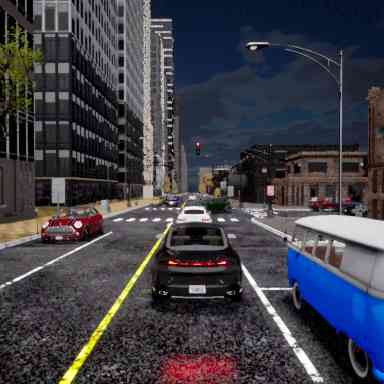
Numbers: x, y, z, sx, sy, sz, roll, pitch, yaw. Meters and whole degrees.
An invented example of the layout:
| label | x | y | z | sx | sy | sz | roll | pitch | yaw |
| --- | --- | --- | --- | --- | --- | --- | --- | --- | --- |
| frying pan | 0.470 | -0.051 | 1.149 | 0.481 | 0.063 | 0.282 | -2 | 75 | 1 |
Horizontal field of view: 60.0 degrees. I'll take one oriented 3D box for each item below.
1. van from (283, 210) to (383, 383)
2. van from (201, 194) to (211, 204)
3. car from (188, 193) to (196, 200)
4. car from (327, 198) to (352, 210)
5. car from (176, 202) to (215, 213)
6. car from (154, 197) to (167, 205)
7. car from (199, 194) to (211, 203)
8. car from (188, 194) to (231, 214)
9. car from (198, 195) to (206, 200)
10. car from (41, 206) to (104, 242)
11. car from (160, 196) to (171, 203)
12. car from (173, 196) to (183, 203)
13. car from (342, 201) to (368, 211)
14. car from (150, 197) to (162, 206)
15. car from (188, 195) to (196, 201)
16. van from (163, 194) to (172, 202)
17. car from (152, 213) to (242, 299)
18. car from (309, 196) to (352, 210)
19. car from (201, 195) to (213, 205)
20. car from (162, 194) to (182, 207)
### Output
| label | x | y | z | sx | sy | sz | roll | pitch | yaw |
| --- | --- | --- | --- | --- | --- | --- | --- | --- | --- |
| van | 2.680 | 1.340 | 5.122 | 1.690 | 1.788 | 3.998 | -1 | 0 | 0 |
| van | 2.736 | 1.325 | 65.387 | 1.690 | 1.788 | 3.998 | -1 | 0 | 0 |
| car | 0.085 | 1.257 | 91.058 | 2.097 | 1.767 | 4.553 | 0 | 0 | 0 |
| car | 17.758 | 1.712 | 36.834 | 4.181 | 1.385 | 1.994 | 1 | 1 | 1 |
| car | 0.111 | 1.520 | 18.770 | 1.812 | 1.442 | 4.674 | 0 | 0 | 0 |
| car | -5.613 | 1.551 | 59.805 | 1.947 | 1.339 | 4.313 | -1 | 0 | 0 |
| car | 2.741 | 1.298 | 71.031 | 2.192 | 1.841 | 5.009 | -1 | 0 | 0 |
| car | 1.786 | 1.340 | 34.188 | 4.553 | 1.767 | 2.097 | 0 | 0 | -31 |
| car | 2.766 | 1.531 | 93.607 | 2.008 | 1.369 | 4.403 | -1 | 0 | 0 |
| car | -5.688 | 1.435 | 16.214 | 1.967 | 1.590 | 4.097 | -1 | 0 | 0 |
| car | -5.602 | 1.549 | 71.094 | 1.947 | 1.339 | 4.313 | -1 | 0 | 0 |
| car | -2.932 | 1.536 | 71.484 | 1.994 | 1.385 | 4.181 | 0 | 0 | 0 |
| car | 16.446 | 1.793 | 31.065 | 4.313 | 1.339 | 1.947 | 1 | 0 | 1 |
| car | -5.789 | 1.512 | 53.992 | 1.752 | 1.417 | 4.829 | -1 | 0 | 0 |
| car | 0.075 | 1.504 | 81.055 | 1.812 | 1.442 | 4.674 | 0 | 0 | 0 |
| van | -5.600 | 1.323 | 76.738 | 1.690 | 1.788 | 3.998 | -1 | 0 | 0 |
| car | 0.105 | 1.502 | 8.414 | 1.837 | 1.490 | 4.892 | 0 | 0 | 0 |
| car | 16.563 | 1.411 | 39.441 | 5.009 | 1.841 | 2.192 | 1 | 0 | 1 |
| car | 2.733 | 1.425 | 59.743 | 1.967 | 1.590 | 4.097 | -1 | 0 | 0 |
| car | -3.042 | 1.478 | 52.082 | 2.128 | 1.511 | 4.902 | 0 | 0 | 0 |
